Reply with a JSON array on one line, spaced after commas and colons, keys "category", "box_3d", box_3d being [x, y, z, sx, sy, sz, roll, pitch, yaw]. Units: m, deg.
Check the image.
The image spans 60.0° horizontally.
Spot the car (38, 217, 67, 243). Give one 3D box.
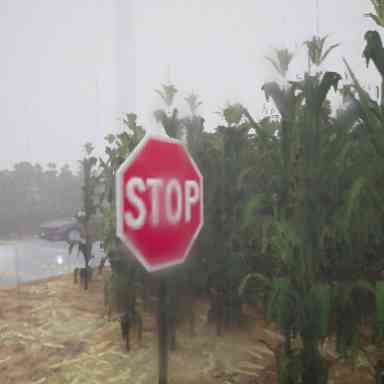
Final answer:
[{"category": "car", "box_3d": [-4.900, 1.531, 16.214, 1.882, 1.535, 5.008, -1, 0, 36]}]
